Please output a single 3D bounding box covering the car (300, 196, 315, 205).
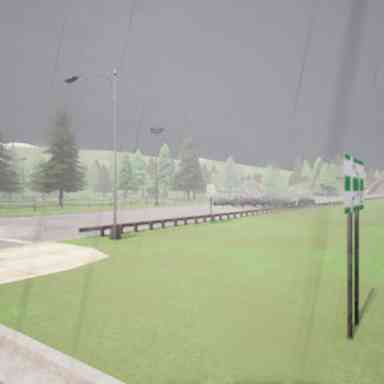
[{"bbox_3d":[18.795,1.496,54.488,1.837,1.490,4.892,0,0,35],"label":"car"}]

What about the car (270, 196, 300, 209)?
[{"bbox_3d":[12.938,1.496,46.023,1.837,1.490,4.892,0,0,35],"label":"car"}]

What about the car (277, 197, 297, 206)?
[{"bbox_3d":[16.418,1.591,57.196,1.895,1.301,4.718,0,0,35],"label":"car"}]

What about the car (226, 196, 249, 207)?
[{"bbox_3d":[7.704,1.480,50.743,2.128,1.511,4.902,0,0,35],"label":"car"}]

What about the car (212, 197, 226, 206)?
[{"bbox_3d":[5.006,1.551,52.978,1.994,1.385,4.181,0,0,35],"label":"car"}]

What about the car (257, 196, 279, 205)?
[{"bbox_3d":[13.531,1.480,59.176,2.128,1.511,4.902,0,0,35],"label":"car"}]

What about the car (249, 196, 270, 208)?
[{"bbox_3d":[10.574,1.495,48.739,1.837,1.490,4.892,0,0,35],"label":"car"}]

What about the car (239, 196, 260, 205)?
[{"bbox_3d":[10.662,1.464,61.180,1.882,1.535,5.008,0,0,35],"label":"car"}]
